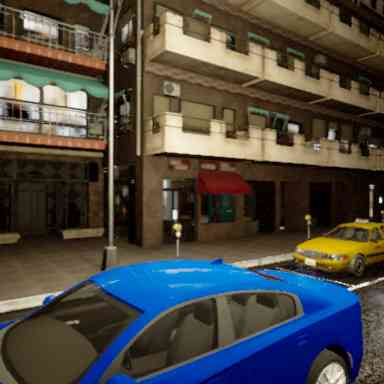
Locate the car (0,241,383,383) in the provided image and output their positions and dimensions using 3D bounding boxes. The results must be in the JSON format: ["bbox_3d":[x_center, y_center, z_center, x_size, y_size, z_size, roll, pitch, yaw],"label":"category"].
[{"bbox_3d":[-0.394,1.479,3.097,5.008,1.535,1.882,0,0,-35],"label":"car"}]

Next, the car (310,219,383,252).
[{"bbox_3d":[5.090,1.534,10.194,4.829,1.417,1.752,0,0,-36],"label":"car"}]
